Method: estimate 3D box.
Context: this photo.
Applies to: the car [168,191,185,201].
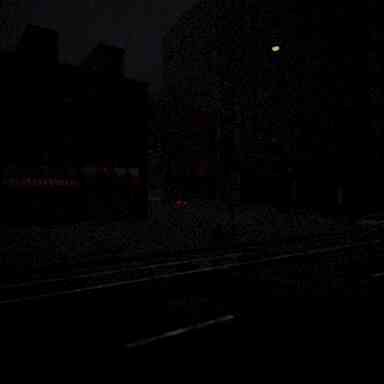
[{"bbox_3d":[-2.840,0.584,52.909,1.812,1.442,4.674,0,3,-35],"label":"car"}]
